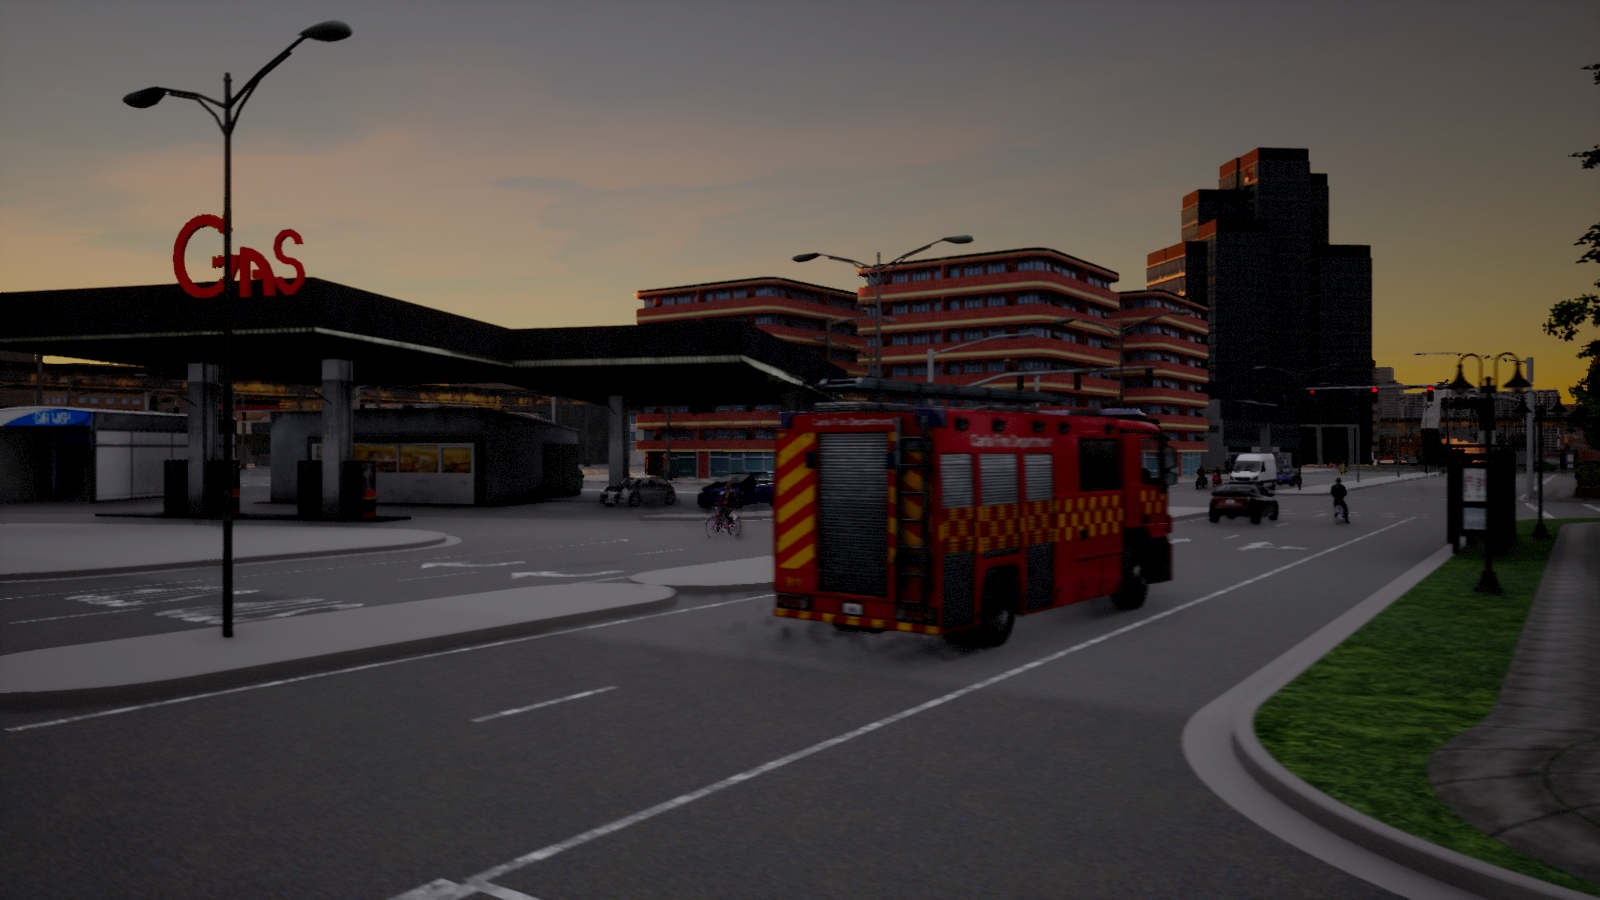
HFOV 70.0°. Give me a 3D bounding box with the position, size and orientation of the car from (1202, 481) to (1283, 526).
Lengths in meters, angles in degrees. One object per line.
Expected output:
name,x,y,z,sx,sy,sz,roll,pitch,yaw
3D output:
car,17.381,2.040,44.776,2.007,1.525,4.514,0,0,34

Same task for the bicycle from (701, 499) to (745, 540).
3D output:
bicycle,-2.451,2.198,36.447,0.329,1.196,1.835,0,0,34

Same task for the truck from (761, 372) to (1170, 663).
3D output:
truck,3.211,0.891,19.235,2.891,3.827,8.468,0,0,39

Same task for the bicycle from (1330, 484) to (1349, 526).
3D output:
bicycle,20.275,2.048,42.935,0.329,1.496,1.835,0,0,35
